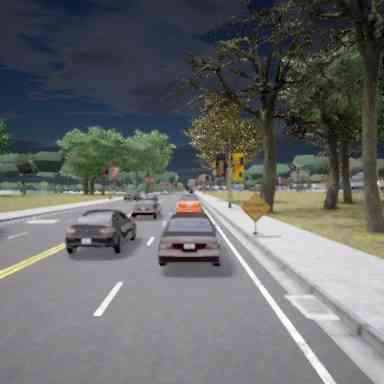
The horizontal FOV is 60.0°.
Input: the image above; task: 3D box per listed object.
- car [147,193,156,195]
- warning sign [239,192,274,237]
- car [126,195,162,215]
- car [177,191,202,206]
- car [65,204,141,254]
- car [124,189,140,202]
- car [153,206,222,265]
[{"bbox_3d":[-7.044,0.857,57.569,1.812,1.442,4.674,0,1,0],"label":"car"},{"bbox_3d":[2.730,0.942,14.274,1.300,1.860,1.060,0,1,0],"label":"warning sign"},{"bbox_3d":[-3.443,1.240,26.022,2.033,1.411,5.357,0,1,0],"label":"car"},{"bbox_3d":[-0.191,1.019,28.145,2.097,1.767,4.553,0,1,0],"label":"car"},{"bbox_3d":[-3.314,1.373,12.708,1.812,1.442,4.674,0,0,0],"label":"car"},{"bbox_3d":[-10.286,0.554,57.449,2.150,2.045,5.566,0,1,0],"label":"car"},{"bbox_3d":[-0.067,1.413,11.063,2.033,1.411,5.357,0,1,0],"label":"car"}]
